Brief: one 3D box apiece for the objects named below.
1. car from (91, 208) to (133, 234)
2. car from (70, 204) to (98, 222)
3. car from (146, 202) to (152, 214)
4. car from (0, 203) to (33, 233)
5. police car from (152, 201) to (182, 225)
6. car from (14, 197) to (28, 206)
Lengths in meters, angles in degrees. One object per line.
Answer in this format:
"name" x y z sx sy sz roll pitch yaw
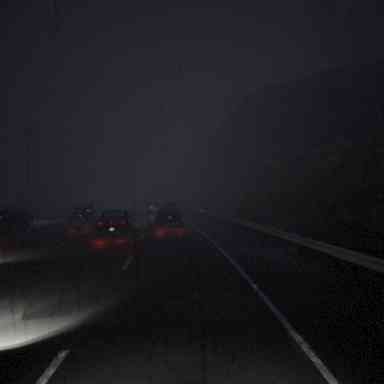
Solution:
"car" -4.714 1.791 20.682 1.895 1.301 4.718 0 -1 -7
"car" -9.515 1.767 29.628 2.128 1.511 4.902 0 -1 -9
"car" -4.622 1.896 41.126 1.812 1.442 4.674 0 -1 -13
"car" -11.849 1.697 21.308 2.128 1.511 4.902 0 -1 -7
"police car" -1.923 1.661 26.251 1.930 1.638 5.238 0 -1 -8
"car" -36.460 2.033 71.022 2.097 1.767 4.553 0 -1 -22
